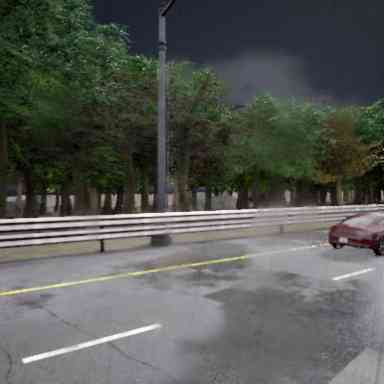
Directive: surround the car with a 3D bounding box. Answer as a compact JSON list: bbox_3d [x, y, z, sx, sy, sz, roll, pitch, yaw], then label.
[{"bbox_3d":[7.300,1.567,13.260,4.674,1.442,1.812,0,0,-36],"label":"car"}]
